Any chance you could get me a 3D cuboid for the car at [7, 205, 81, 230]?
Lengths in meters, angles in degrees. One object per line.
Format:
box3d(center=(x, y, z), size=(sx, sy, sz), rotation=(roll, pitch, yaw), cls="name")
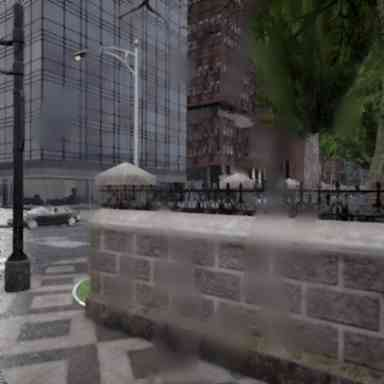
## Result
box3d(center=(-9.027, 1.531, 20.662), size=(2.008, 1.369, 4.403), rotation=(0, 0, 36), cls="car")
